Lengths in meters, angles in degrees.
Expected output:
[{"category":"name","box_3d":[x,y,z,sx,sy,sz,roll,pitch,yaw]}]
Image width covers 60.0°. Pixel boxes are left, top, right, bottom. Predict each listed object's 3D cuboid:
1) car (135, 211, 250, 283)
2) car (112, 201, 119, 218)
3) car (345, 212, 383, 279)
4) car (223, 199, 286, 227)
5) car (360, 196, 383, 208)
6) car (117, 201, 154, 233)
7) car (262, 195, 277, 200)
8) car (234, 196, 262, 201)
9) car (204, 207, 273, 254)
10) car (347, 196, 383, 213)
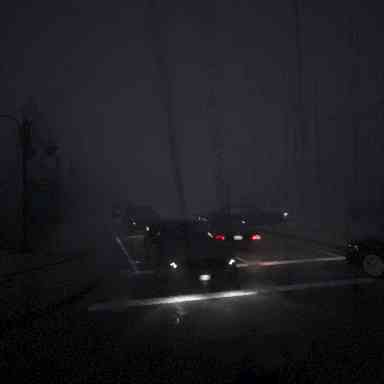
[{"category":"car","box_3d":[-0.371,1.543,10.104,2.033,1.411,5.357,0,0,-15]},{"category":"car","box_3d":[-6.246,1.515,30.096,2.033,1.411,5.357,0,0,-17]},{"category":"car","box_3d":[6.527,1.475,8.231,5.008,1.535,1.882,0,0,39]},{"category":"car","box_3d":[2.852,1.467,19.897,5.357,1.411,2.033,-3,1,-15]},{"category":"car","box_3d":[23.932,1.274,43.159,1.845,1.501,3.633,0,0,-17]},{"category":"car","box_3d":[-3.095,1.529,19.941,2.033,1.411,5.357,0,0,-17]},{"category":"car","box_3d":[10.378,1.278,47.098,2.152,1.636,5.027,0,0,-17]},{"category":"car","box_3d":[7.389,1.288,46.145,2.007,1.523,4.514,0,0,-17]},{"category":"car","box_3d":[1.352,1.538,13.391,2.033,1.411,5.357,0,0,-4]},{"category":"car","box_3d":[15.610,1.356,29.180,1.970,1.475,3.806,0,0,-17]}]
